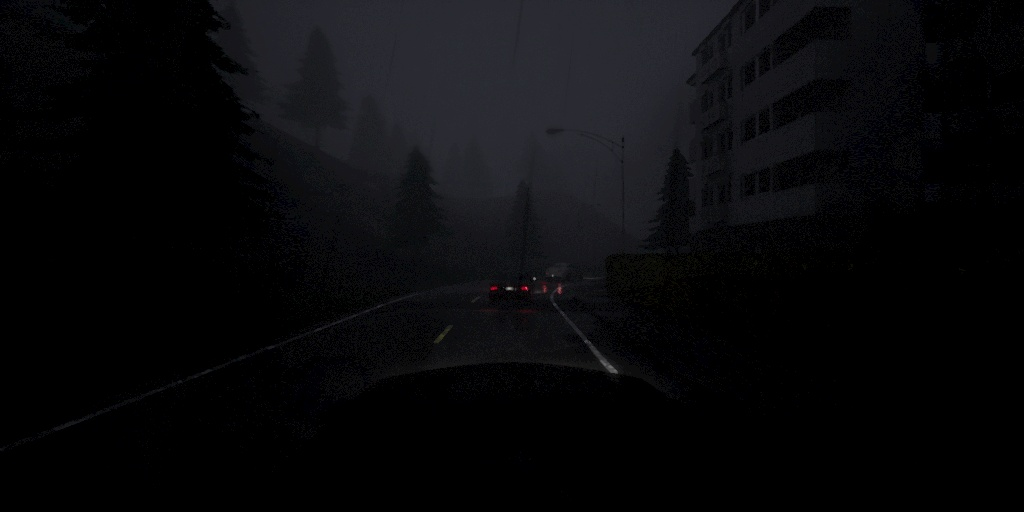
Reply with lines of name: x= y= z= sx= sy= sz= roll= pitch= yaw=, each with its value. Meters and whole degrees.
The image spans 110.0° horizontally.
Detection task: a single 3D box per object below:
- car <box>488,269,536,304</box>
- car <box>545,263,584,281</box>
car: x=0.073 y=1.313 z=16.375 sx=2.033 sy=1.411 sz=5.357 roll=0 pitch=0 yaw=4
car: x=4.364 y=1.283 z=29.724 sx=1.812 sy=1.442 sz=4.674 roll=0 pitch=0 yaw=32
